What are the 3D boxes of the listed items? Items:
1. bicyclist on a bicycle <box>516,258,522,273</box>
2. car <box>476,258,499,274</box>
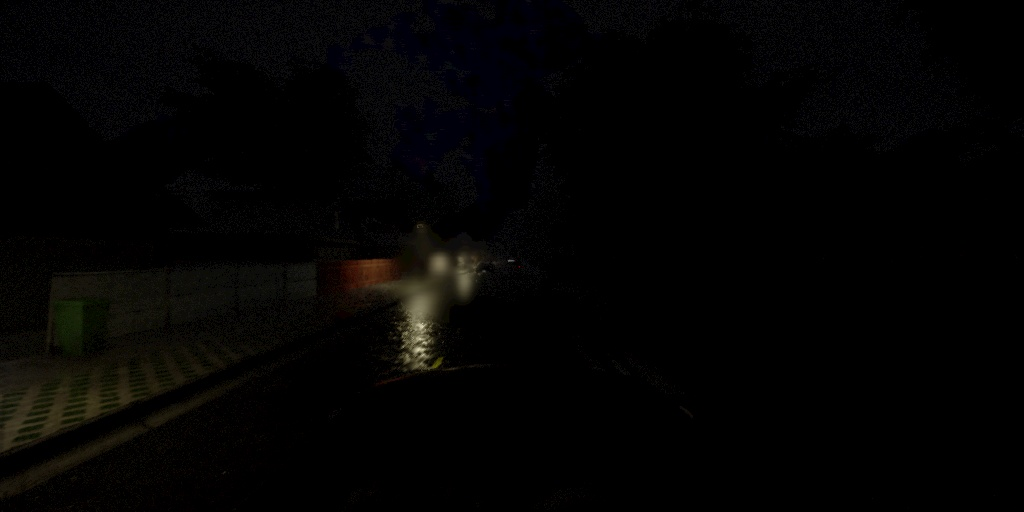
[{"bbox_3d":[0.732,1.121,36.652,0.582,1.620,1.656,0,0,0],"label":"bicyclist on a bicycle"},{"bbox_3d":[-2.870,1.208,40.250,2.033,1.411,5.357,0,0,0],"label":"car"}]
